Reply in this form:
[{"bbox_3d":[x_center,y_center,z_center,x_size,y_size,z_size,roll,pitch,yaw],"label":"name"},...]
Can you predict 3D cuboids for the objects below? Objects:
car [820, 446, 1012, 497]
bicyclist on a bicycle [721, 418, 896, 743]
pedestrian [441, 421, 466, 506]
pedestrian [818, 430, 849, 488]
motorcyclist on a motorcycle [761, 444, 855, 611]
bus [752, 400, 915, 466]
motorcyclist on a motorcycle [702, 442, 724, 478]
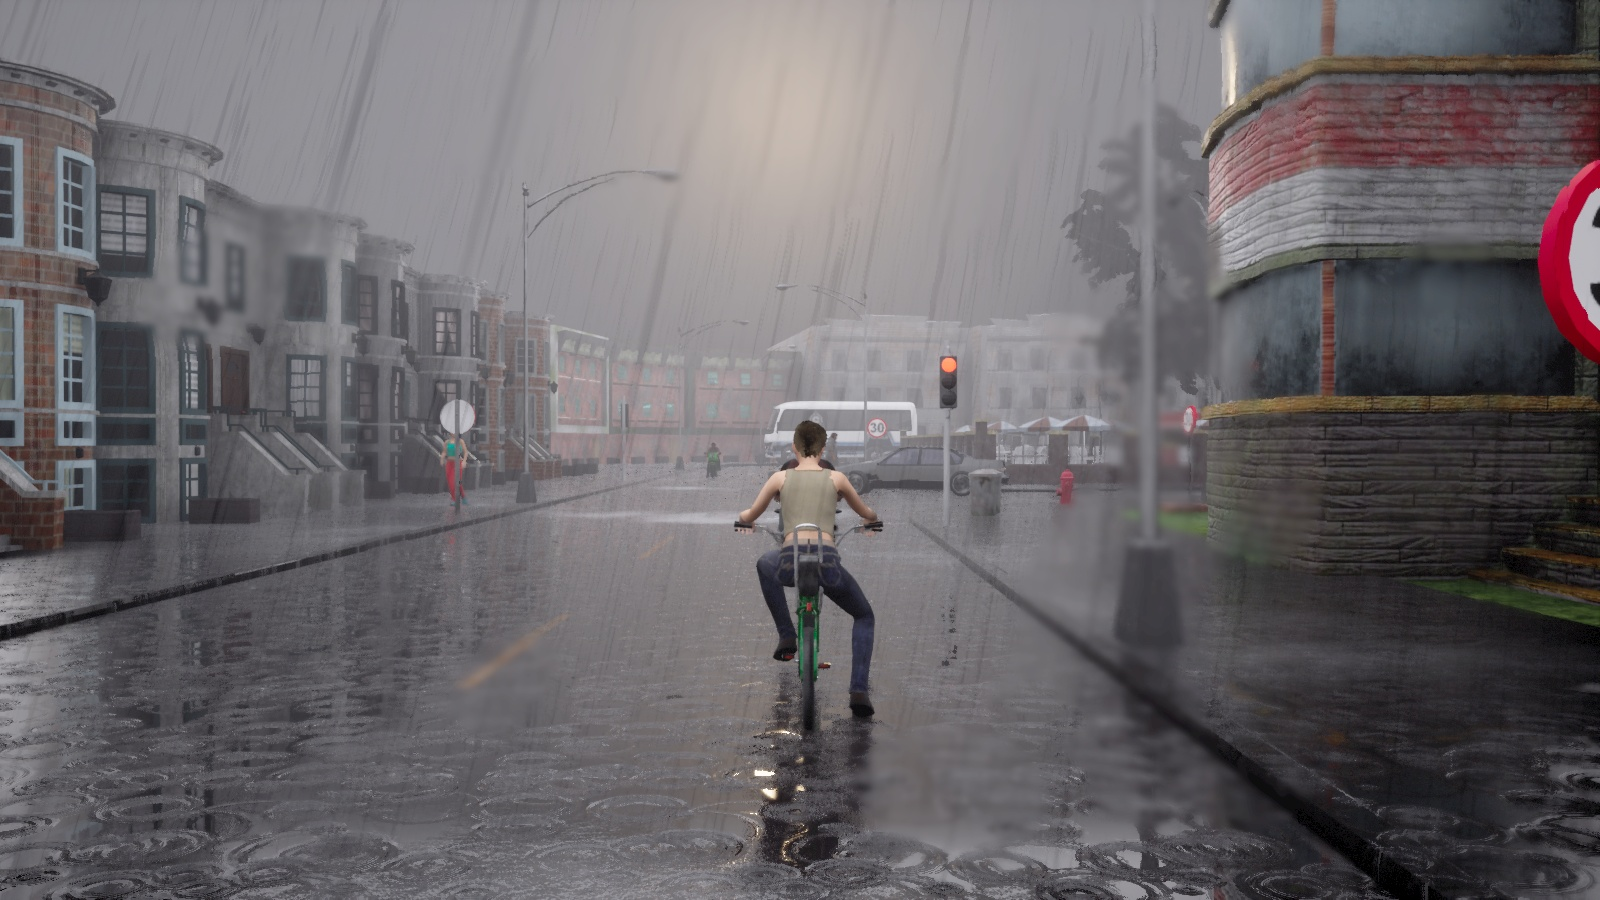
[{"bbox_3d":[3.385,0.592,36.286,5.357,1.411,2.033,0,0,10],"label":"car"},{"bbox_3d":[0.047,0.644,6.991,0.866,1.612,1.509,0,0,0],"label":"bicyclist on a bicycle"},{"bbox_3d":[-7.656,0.293,27.741,0.345,1.836,0.594,0,0,5],"label":"pedestrian"},{"bbox_3d":[1.151,0.304,42.911,0.873,1.952,0.659,0,0,19],"label":"pedestrian"},{"bbox_3d":[0.080,0.710,12.643,0.866,1.530,2.191,0,0,0],"label":"motorcyclist on a motorcycle"},{"bbox_3d":[2.161,-1.105,83.536,10.273,4.253,3.944,0,1,-9],"label":"bus"},{"bbox_3d":[-3.723,0.420,54.162,0.797,1.523,2.044,0,0,0],"label":"motorcyclist on a motorcycle"}]
